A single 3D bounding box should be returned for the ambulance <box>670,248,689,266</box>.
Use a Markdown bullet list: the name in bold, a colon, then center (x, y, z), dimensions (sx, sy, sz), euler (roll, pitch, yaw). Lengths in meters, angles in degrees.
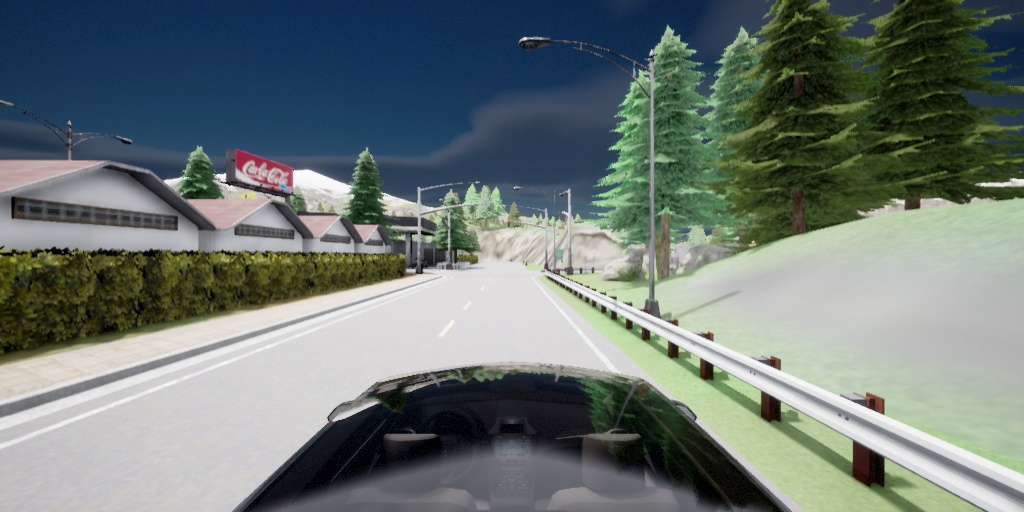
- **ambulance**: center (19.801, 0.235, 42.585), dimensions (6.366, 2.431, 2.351), euler (0, 0, 0)
